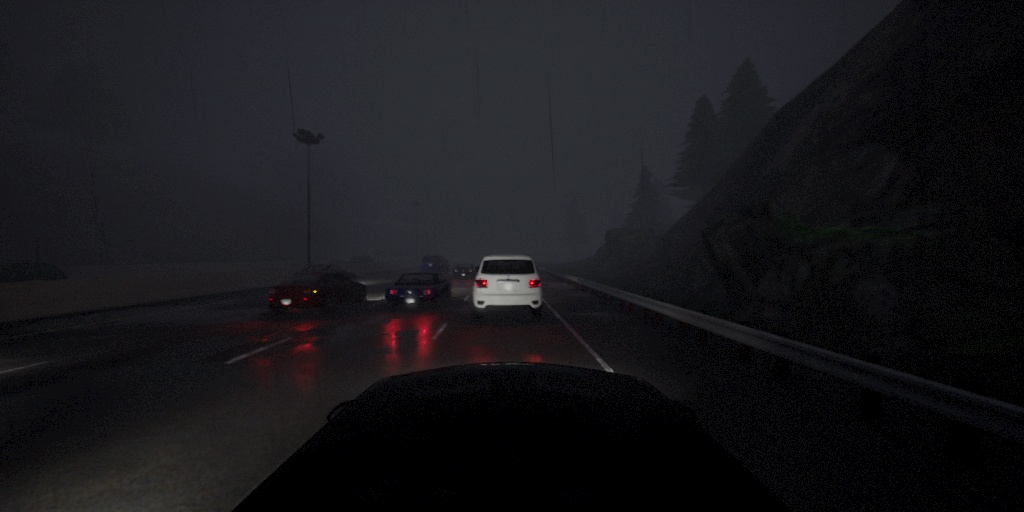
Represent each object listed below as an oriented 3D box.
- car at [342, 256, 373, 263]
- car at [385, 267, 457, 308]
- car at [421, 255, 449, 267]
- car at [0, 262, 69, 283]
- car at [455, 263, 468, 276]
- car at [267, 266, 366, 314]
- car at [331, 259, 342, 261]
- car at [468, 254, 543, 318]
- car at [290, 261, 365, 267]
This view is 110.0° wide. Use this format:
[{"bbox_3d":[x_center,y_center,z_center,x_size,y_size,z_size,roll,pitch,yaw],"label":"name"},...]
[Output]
[{"bbox_3d":[-22.523,0.951,53.184,2.150,2.045,5.566,0,0,-1],"label":"car"},{"bbox_3d":[-3.733,1.341,15.237,1.895,1.301,4.718,0,0,-2],"label":"car"},{"bbox_3d":[-7.873,0.941,36.920,2.150,2.045,5.566,0,0,-2],"label":"car"},{"bbox_3d":[-28.585,1.140,20.273,2.097,1.767,4.553,0,0,-2],"label":"car"},{"bbox_3d":[-4.260,1.317,33.124,1.895,1.301,4.718,0,0,-2],"label":"car"},{"bbox_3d":[-7.195,1.275,13.639,1.812,1.442,4.674,0,0,-1],"label":"car"},{"bbox_3d":[-26.015,1.285,53.145,2.033,1.411,5.357,0,0,-1],"label":"car"},{"bbox_3d":[-0.175,0.957,13.097,2.150,2.045,5.566,0,0,-2],"label":"car"},{"bbox_3d":[-10.913,1.239,21.266,2.128,1.511,4.902,0,0,-2],"label":"car"}]
